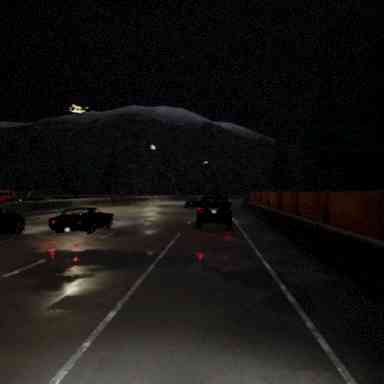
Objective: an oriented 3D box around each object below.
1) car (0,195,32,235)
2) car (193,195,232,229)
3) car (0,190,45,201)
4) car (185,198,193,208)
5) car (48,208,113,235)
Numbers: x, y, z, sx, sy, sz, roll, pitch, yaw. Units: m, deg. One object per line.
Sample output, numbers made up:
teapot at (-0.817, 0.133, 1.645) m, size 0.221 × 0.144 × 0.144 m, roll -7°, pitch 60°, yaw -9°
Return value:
car at (-9.523, 1.177, 14.803) m, size 2.097 × 1.767 × 4.553 m, roll 1°, pitch 0°, yaw 4°
car at (1.498, 1.248, 22.148) m, size 2.150 × 2.045 × 5.566 m, roll 1°, pitch 0°, yaw 4°
car at (-18.639, 0.869, 37.317) m, size 2.150 × 2.045 × 5.566 m, roll 1°, pitch 0°, yaw 4°
car at (0.215, 1.566, 48.167) m, size 1.994 × 1.385 × 4.181 m, roll 1°, pitch 0°, yaw 8°
car at (-5.800, 1.494, 18.108) m, size 1.895 × 1.301 × 4.718 m, roll 1°, pitch 0°, yaw 4°
